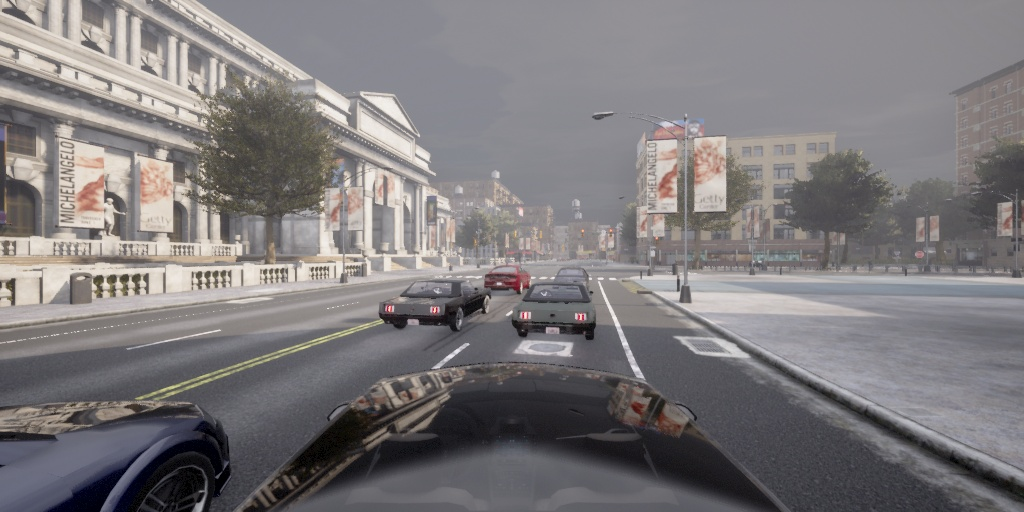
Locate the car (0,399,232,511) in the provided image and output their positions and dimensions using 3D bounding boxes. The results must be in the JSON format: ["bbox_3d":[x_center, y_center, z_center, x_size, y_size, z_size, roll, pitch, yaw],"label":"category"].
[{"bbox_3d":[-3.157,1.314,1.070,1.994,1.385,4.181,0,0,-2],"label":"car"}]

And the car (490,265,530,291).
[{"bbox_3d":[-0.133,1.228,20.209,1.882,1.535,5.008,0,0,12],"label":"car"}]

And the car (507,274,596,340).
[{"bbox_3d":[1.325,1.351,10.048,1.895,1.301,4.718,0,0,11],"label":"car"}]

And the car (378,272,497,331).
[{"bbox_3d":[-2.019,1.351,11.058,1.895,1.301,4.718,0,0,11],"label":"car"}]

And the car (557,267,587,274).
[{"bbox_3d":[3.260,1.297,19.398,2.033,1.411,5.357,0,0,12],"label":"car"}]
